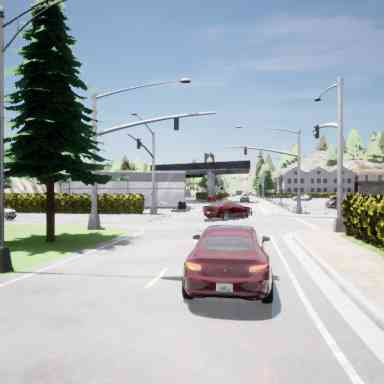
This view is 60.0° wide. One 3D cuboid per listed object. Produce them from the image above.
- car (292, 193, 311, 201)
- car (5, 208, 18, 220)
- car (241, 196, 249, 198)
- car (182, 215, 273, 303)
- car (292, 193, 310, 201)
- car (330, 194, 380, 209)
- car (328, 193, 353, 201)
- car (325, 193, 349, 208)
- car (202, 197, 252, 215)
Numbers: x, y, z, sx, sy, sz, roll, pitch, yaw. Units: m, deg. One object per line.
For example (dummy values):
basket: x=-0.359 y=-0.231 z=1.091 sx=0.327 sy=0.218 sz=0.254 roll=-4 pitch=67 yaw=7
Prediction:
car: x=25.974 y=1.077 z=78.983 sx=3.866 sy=1.878 sz=1.905 roll=0 pitch=0 yaw=9
car: x=-16.168 y=1.526 z=26.160 sx=4.674 sy=1.442 sz=1.812 roll=0 pitch=0 yaw=9
car: x=10.767 y=1.492 z=67.828 sx=2.128 sy=1.511 sz=4.902 roll=0 pitch=0 yaw=10
car: x=0.932 y=1.526 z=8.159 sx=1.812 sy=1.442 sz=4.674 roll=0 pitch=0 yaw=9
car: x=24.846 y=1.361 z=75.796 sx=3.806 sy=1.475 sz=1.970 roll=0 pitch=0 yaw=9
car: x=19.053 y=1.340 z=38.853 sx=4.514 sy=1.523 sz=2.007 roll=0 pitch=0 yaw=9
car: x=33.225 y=1.097 z=74.496 sx=4.605 sy=1.855 sz=1.932 roll=0 pitch=0 yaw=9
car: x=19.495 y=1.331 z=41.959 sx=5.027 sy=1.636 sz=2.152 roll=0 pitch=0 yaw=9
car: x=3.010 y=1.478 z=27.680 sx=1.882 sy=1.535 sz=5.008 roll=2 pitch=2 yaw=45
